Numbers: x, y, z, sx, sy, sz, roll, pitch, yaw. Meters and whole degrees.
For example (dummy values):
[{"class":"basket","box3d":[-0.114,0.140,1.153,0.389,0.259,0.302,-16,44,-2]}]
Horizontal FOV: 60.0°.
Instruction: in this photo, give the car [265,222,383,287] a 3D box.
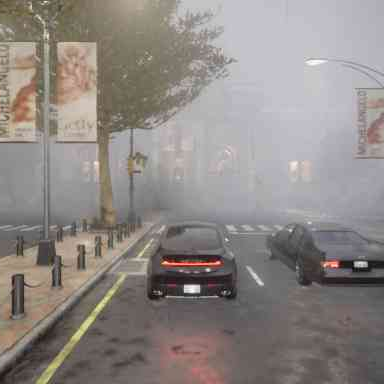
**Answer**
[{"class":"car","box3d":[3.496,1.547,9.400,2.033,1.411,5.357,0,0,0]}]

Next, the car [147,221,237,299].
[{"class":"car","box3d":[-0.003,1.505,8.436,1.837,1.490,4.892,0,0,0]}]
